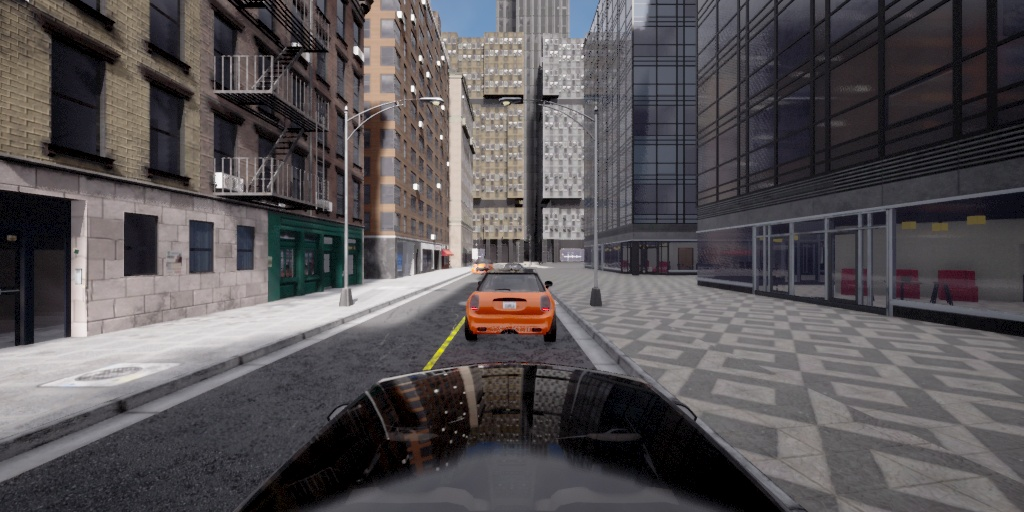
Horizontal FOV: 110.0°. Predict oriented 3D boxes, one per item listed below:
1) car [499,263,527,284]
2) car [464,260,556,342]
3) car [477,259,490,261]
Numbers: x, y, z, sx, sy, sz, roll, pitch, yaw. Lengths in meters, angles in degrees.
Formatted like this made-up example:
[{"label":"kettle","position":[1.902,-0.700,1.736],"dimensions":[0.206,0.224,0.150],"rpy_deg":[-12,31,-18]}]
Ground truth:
[{"label":"car","position":[0.086,1.297,28.672],"dimensions":[2.033,1.411,5.357],"rpy_deg":[0,0,0]},{"label":"car","position":[0.064,1.102,9.988],"dimensions":[2.097,1.767,4.553],"rpy_deg":[0,0,3]},{"label":"car","position":[-3.107,1.102,38.450],"dimensions":[2.097,1.767,4.553],"rpy_deg":[0,0,0]}]
